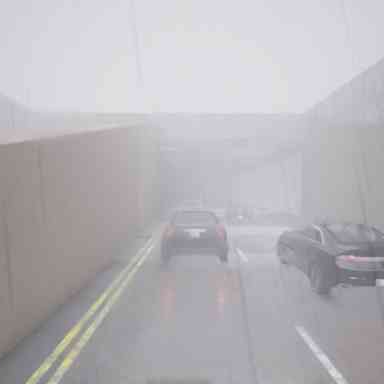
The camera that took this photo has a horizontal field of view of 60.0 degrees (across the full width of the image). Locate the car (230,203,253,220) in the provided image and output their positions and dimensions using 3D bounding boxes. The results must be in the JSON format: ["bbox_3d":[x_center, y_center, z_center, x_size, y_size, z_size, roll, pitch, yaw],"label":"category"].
[{"bbox_3d":[3.601,1.529,26.965,1.895,1.301,4.718,0,0,0],"label":"car"}]

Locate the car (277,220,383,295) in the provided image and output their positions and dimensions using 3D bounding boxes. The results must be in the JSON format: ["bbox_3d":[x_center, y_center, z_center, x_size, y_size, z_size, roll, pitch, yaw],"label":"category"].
[{"bbox_3d":[3.587,1.469,8.619,2.128,1.511,4.902,0,0,0],"label":"car"}]

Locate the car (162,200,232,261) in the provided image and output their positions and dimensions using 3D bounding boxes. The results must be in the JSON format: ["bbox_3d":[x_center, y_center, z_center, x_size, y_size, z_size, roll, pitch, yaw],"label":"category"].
[{"bbox_3d":[0.095,1.319,12.276,2.097,1.767,4.553,0,0,0],"label":"car"}]

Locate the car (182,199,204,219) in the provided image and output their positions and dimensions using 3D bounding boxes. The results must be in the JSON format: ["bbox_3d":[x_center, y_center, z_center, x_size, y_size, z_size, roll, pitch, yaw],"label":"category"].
[{"bbox_3d":[0.094,1.447,29.579,1.812,1.442,4.674,0,0,0],"label":"car"}]
